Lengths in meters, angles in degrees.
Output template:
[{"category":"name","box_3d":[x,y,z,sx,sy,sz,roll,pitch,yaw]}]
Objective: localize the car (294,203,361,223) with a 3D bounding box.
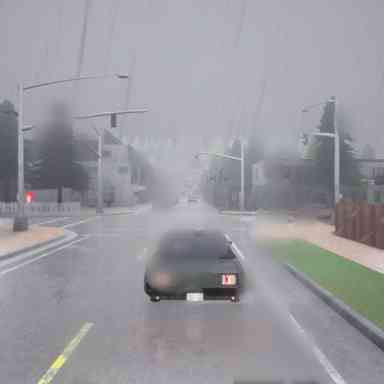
[{"category":"car","box_3d":[9.871,1.544,24.919,4.181,1.385,1.994,0,0,-4]}]

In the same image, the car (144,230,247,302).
[{"category":"car","box_3d":[0.073,1.601,8.202,1.895,1.301,4.718,0,0,0]}]

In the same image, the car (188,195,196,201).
[{"category":"car","box_3d":[0.051,1.478,81.469,1.882,1.535,5.008,0,0,0]}]

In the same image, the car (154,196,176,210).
[{"category":"car","box_3d":[-3.572,1.352,41.988,2.097,1.767,4.553,0,0,0]}]

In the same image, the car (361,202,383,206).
[{"category":"car","box_3d":[15.317,1.582,29.258,4.718,1.301,1.895,0,0,-8]}]

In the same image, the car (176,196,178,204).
[{"category":"car","box_3d":[-3.561,1.526,52.222,1.812,1.442,4.674,0,0,0]}]

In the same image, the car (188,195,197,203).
[{"category":"car","box_3d":[0.047,1.595,71.433,1.895,1.301,4.718,0,0,0]}]
